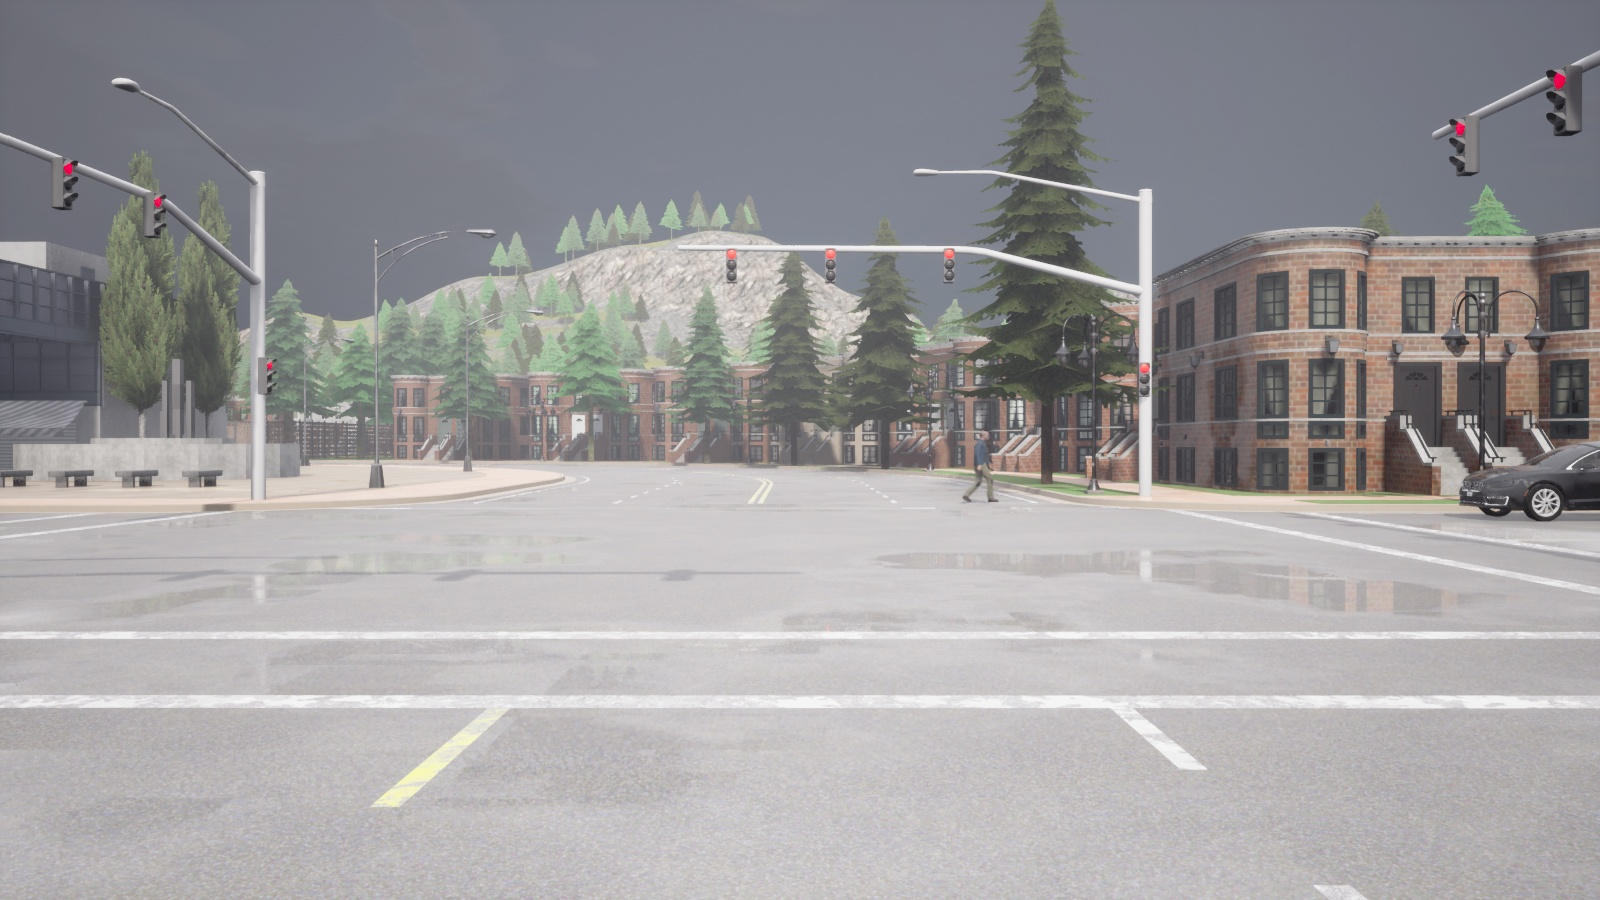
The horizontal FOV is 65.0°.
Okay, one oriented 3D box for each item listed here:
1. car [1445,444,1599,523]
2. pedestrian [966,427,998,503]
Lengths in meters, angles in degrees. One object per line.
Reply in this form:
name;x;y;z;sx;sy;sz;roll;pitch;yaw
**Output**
car;15.464;0.626;24.434;4.892;1.490;1.837;0;0;0
pedestrian;4.419;0.366;30.559;0.726;1.842;0.402;0;0;2
